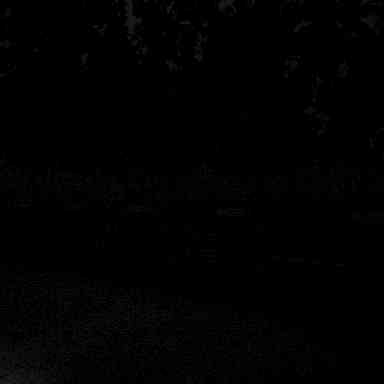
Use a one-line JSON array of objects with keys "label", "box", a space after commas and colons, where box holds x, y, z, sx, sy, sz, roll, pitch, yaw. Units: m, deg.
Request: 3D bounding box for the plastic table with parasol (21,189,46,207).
[{"label": "plastic table with parasol", "box": [-22.533, 0.881, 47.434, 2.482, 2.480, 2.482, -1, 0, -6]}]

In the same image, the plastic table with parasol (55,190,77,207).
[{"label": "plastic table with parasol", "box": [-18.929, 0.954, 49.984, 2.482, 2.480, 2.482, 2, 0, -8]}]
